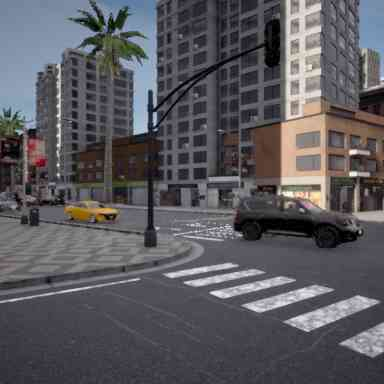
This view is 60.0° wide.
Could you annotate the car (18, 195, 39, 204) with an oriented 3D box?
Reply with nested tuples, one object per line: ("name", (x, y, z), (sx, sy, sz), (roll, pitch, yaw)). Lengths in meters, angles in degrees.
("car", (-28.193, 1.270, 57.321), (1.837, 1.490, 4.892), (0, 0, -44))

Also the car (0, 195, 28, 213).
("car", (-19.972, 1.387, 35.718), (4.902, 1.511, 2.128), (0, 0, 43))

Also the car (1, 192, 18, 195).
("car", (-30.234, 0.991, 54.759), (2.150, 2.045, 5.566), (0, 0, -44))

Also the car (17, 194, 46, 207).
("car", (-23.145, 1.361, 47.837), (4.674, 1.442, 1.812), (0, 0, 45))

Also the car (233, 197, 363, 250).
("car", (4.507, 1.241, 14.926), (5.566, 2.045, 2.150), (0, 0, 38))

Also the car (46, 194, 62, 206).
("car", (-21.153, 1.184, 50.435), (4.553, 1.767, 2.097), (0, 0, 45))

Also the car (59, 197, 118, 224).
("car", (-7.487, 1.440, 24.690), (5.008, 1.535, 1.882), (1, 1, 40))
